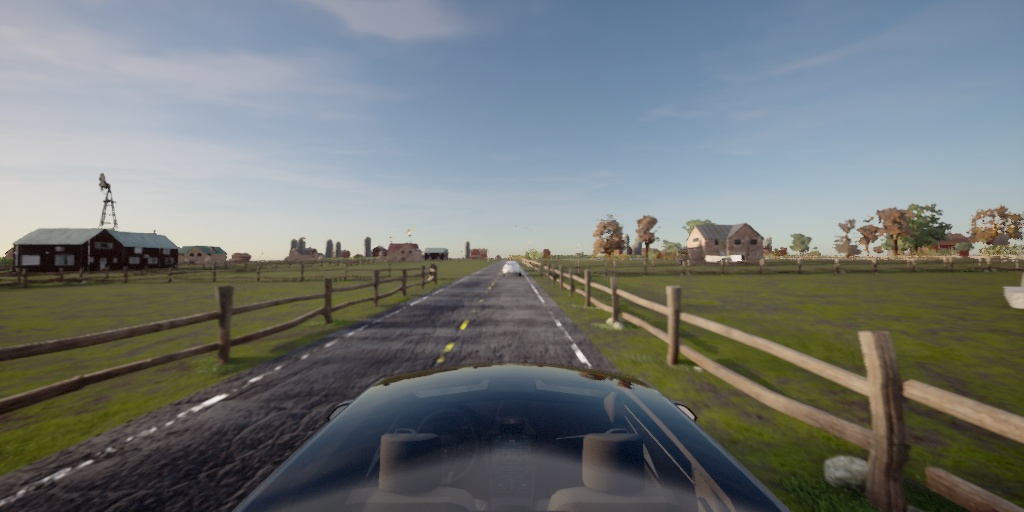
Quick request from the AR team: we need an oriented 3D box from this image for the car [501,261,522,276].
[{"bbox_3d":[-0.017,1.282,36.524,1.812,1.442,4.674,0,0,0],"label":"car"}]
